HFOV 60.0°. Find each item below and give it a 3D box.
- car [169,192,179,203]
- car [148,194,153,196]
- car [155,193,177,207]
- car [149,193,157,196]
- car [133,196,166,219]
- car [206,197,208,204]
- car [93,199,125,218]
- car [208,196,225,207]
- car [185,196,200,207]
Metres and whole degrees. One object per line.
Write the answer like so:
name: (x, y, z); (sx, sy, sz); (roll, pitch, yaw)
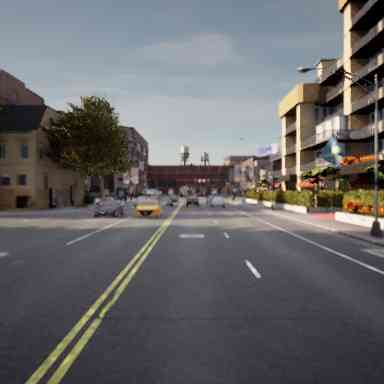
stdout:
car: (-3.522, 1.300, 63.841); (1.837, 1.490, 4.892); (0, 1, 0)
car: (-7.081, 1.366, 47.507); (1.812, 1.442, 4.674); (0, 0, 0)
car: (-3.587, 1.338, 46.534); (2.128, 1.511, 4.902); (0, 0, 0)
car: (-7.019, 1.369, 63.763); (2.033, 1.411, 5.357); (0, 0, 0)
car: (-3.604, 1.382, 28.457); (1.882, 1.535, 5.008); (0, 0, 0)
car: (3.492, 1.358, 59.137); (2.033, 1.411, 5.357); (0, 0, 0)
car: (-7.102, 1.406, 28.789); (1.837, 1.490, 4.892); (0, 0, 0)
car: (3.576, 1.377, 46.743); (1.812, 1.442, 4.674); (0, 0, 0)
car: (0.083, 1.347, 48.094); (1.837, 1.490, 4.892); (0, 0, 0)
